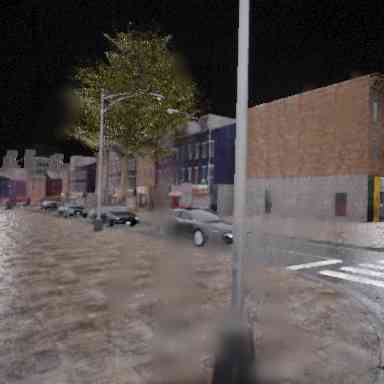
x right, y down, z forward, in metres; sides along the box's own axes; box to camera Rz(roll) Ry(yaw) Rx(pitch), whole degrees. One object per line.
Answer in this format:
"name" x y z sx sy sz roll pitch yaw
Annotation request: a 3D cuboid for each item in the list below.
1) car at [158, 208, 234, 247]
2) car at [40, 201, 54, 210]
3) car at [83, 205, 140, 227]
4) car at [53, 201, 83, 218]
"car" 0.195 1.498 15.088 1.837 1.490 4.892 2 -2 -34
"car" -22.512 2.119 52.441 1.837 1.490 4.892 2 -2 -35
"car" -5.539 1.615 23.225 2.033 1.411 5.357 2 -2 -35
"car" -11.305 1.744 31.430 1.994 1.385 4.181 2 -2 -35
